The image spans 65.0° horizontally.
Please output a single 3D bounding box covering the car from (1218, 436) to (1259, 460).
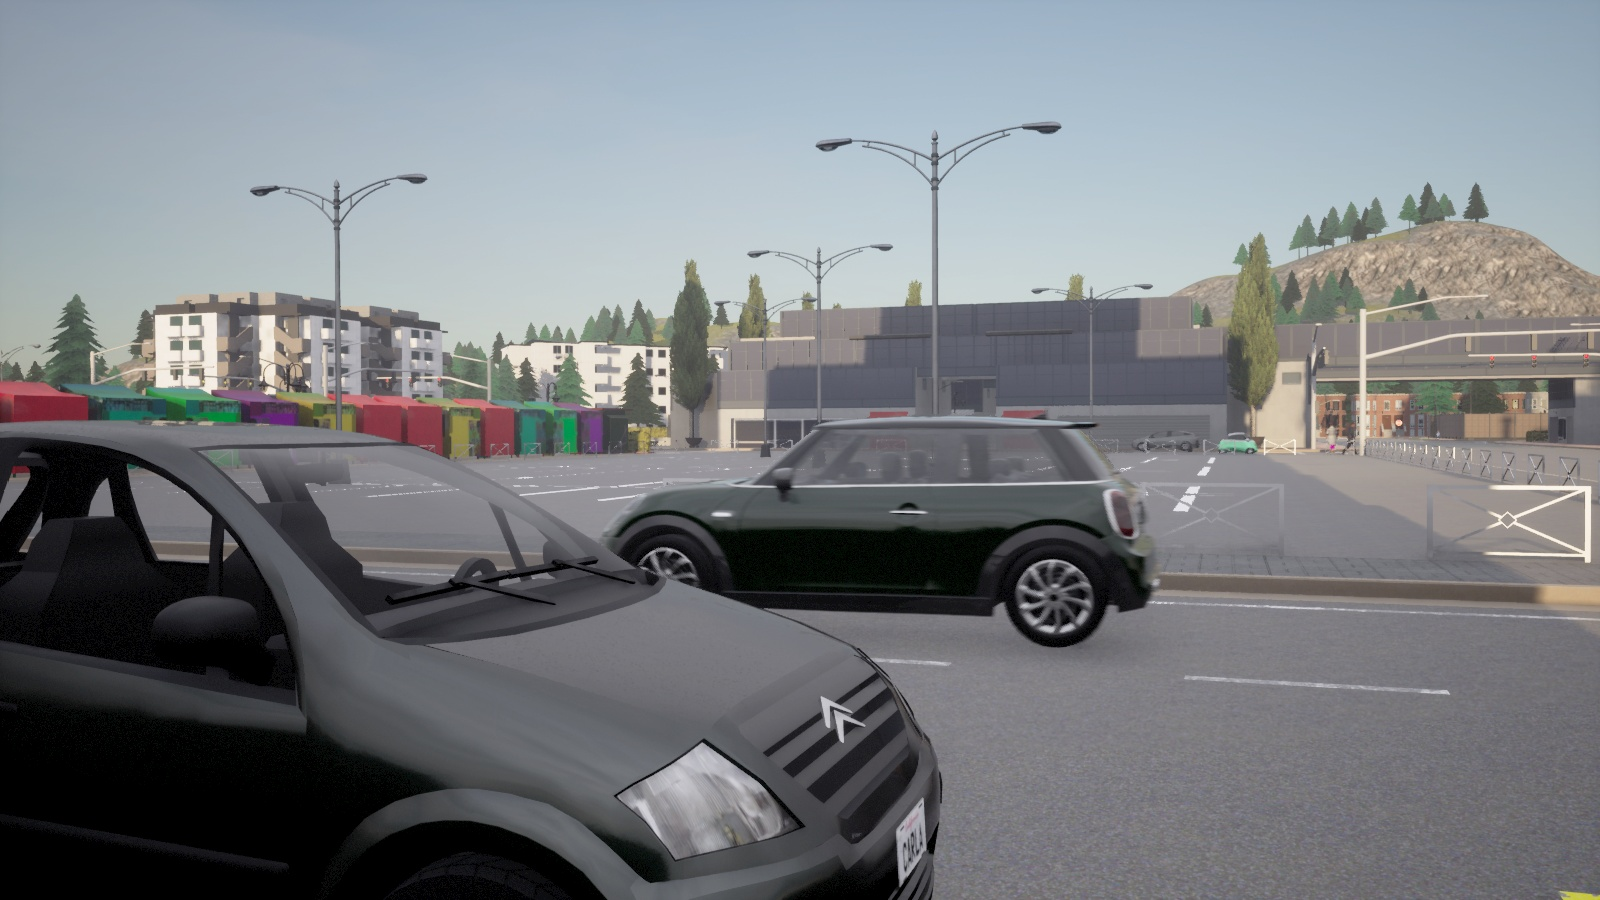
[{"bbox_3d":[25.885,-0.152,74.133,2.207,1.376,1.481,1,1,20],"label":"car"}]

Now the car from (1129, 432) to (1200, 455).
[{"bbox_3d":[24.895,-0.449,85.647,4.514,1.525,2.007,1,1,20],"label":"car"}]

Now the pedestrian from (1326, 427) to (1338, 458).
[{"bbox_3d":[33.439,-0.474,78.888,0.659,1.952,0.873,1,1,23],"label":"pedestrian"}]

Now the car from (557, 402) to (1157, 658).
[{"bbox_3d":[0.531,0.521,10.396,4.553,1.767,2.097,1,1,19],"label":"car"}]

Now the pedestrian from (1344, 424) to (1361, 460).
[{"bbox_3d":[29.889,-0.435,67.926,0.788,1.949,0.423,1,1,26],"label":"pedestrian"}]

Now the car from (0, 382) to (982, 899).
[{"bbox_3d":[-1.613,0.659,3.733,3.988,1.617,1.851,1,1,19],"label":"car"}]
